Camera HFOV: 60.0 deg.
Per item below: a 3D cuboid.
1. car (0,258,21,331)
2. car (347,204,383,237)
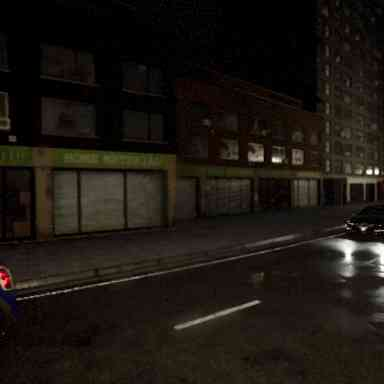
[{"bbox_3d":[-4.903,1.375,4.397,4.553,1.767,2.097,-1,0,-36],"label":"car"},{"bbox_3d":[9.286,1.369,16.278,4.892,1.490,1.837,0,0,-43],"label":"car"}]
